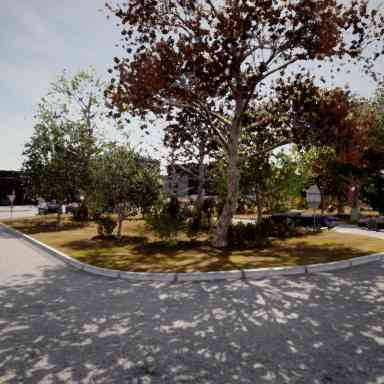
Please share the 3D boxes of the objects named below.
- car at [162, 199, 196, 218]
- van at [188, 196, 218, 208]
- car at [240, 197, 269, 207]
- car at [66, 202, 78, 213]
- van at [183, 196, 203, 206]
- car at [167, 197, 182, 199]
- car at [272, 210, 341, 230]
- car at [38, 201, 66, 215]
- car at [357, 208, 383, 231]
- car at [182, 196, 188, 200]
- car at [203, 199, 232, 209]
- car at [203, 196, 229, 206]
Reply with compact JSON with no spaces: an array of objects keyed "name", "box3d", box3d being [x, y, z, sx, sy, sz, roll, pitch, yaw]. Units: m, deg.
[{"name":"car","box3d":[-1.688,2.065,38.498,2.097,1.767,4.553,3,-2,-35]},{"name":"van","box3d":[1.871,1.752,55.053,1.878,1.987,4.442,1,0,-36]},{"name":"car","box3d":[10.997,1.856,61.501,2.435,2.045,5.566,1,-1,-36]},{"name":"car","box3d":[-14.968,2.068,42.849,2.002,1.452,4.674,-1,0,-36]},{"name":"van","box3d":[0.211,1.816,68.680,1.878,1.987,4.442,1,-1,-36]},{"name":"car","box3d":[-4.802,1.979,65.449,1.946,1.575,5.366,1,0,-36]},{"name":"car","box3d":[8.261,2.015,24.353,1.895,1.301,4.718,3,-3,-36]},{"name":"car","box3d":[-17.517,1.930,40.962,2.185,1.767,4.553,-1,0,-35]},{"name":"car","box3d":[14.196,2.003,22.402,5.357,1.411,2.033,-1,-3,36]},{"name":"car","box3d":[-2.306,1.880,66.977,2.185,1.767,4.553,1,0,-36]},{"name":"car","box3d":[4.315,1.997,56.437,1.946,1.575,5.366,1,0,-36]},{"name":"car","box3d":[5.185,1.884,72.370,2.435,2.045,5.566,1,-1,-36]}]
